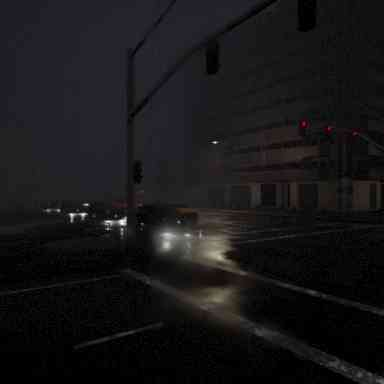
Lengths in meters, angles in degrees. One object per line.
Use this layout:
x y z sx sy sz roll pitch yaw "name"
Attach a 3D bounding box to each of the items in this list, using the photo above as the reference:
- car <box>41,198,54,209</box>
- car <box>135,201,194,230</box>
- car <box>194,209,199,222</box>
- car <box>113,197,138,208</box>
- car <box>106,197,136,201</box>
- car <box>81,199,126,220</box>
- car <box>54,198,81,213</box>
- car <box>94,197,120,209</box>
-19.951 1.533 46.833 1.882 1.535 5.008 0 0 -35 "car"
-2.190 1.560 21.743 1.837 1.490 4.892 0 0 -36 "car"
-1.419 1.533 26.702 1.882 1.535 5.008 0 0 -35 "car"
-10.473 1.533 51.873 1.882 1.535 5.008 0 0 -35 "car"
-6.792 1.407 34.265 2.097 1.767 4.553 0 0 -35 "car"
-7.831 1.603 29.682 2.033 1.411 5.357 0 0 -35 "car"
-13.886 1.603 38.224 2.033 1.411 5.357 0 0 -35 "car"
-12.448 1.547 48.610 2.128 1.511 4.902 0 0 -35 "car"
